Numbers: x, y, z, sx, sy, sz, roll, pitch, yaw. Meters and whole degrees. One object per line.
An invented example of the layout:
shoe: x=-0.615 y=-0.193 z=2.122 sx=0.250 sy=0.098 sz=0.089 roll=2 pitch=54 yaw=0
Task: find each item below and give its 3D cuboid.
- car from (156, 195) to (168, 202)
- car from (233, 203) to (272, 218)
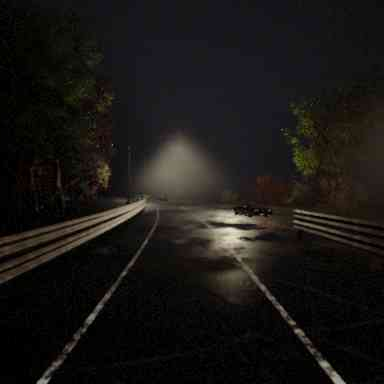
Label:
car: x=-6.655 y=1.445 z=73.300 sx=2.033 sy=1.411 sz=5.357 roll=0 pitch=0 yaw=-16
car: x=5.423 y=1.634 z=30.680 sx=1.895 sy=1.301 sz=4.718 roll=2 pitch=0 yaw=-16
